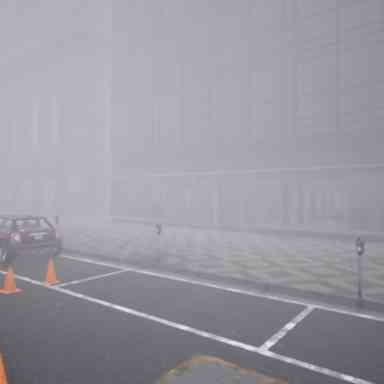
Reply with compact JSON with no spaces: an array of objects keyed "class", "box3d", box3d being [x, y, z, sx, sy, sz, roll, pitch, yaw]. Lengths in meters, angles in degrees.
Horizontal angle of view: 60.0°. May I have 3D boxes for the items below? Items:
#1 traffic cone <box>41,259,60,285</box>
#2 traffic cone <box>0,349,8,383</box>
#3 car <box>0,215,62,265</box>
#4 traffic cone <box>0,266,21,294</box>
[{"class":"traffic cone","box3d":[-3.621,2.028,8.544,0.340,0.580,0.340,0,-1,37]},{"class":"traffic cone","box3d":[-2.206,1.985,3.749,0.340,0.580,0.340,0,-1,37]},{"class":"car","box3d":[-6.633,1.536,12.211,4.097,1.590,1.967,0,-1,37]},{"class":"traffic cone","box3d":[-4.218,2.016,7.742,0.340,0.580,0.340,0,-1,37]}]
